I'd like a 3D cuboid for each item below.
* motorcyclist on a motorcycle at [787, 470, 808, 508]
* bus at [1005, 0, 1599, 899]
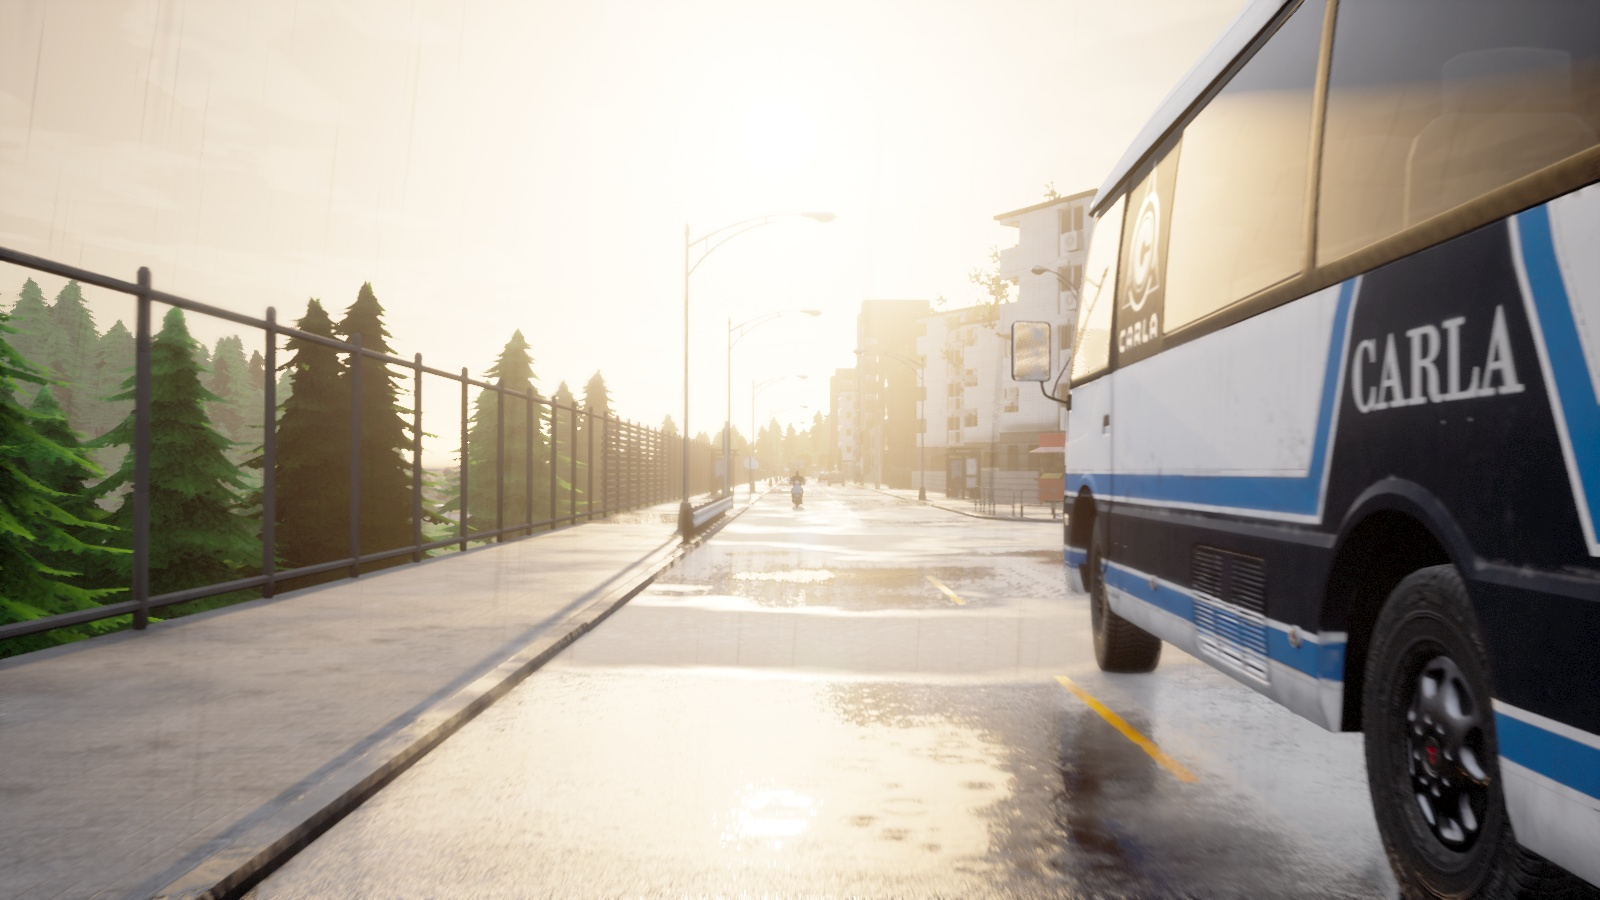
[{"bbox_3d":[-0.109,1.660,53.361,0.866,1.590,1.817,0,-3,0],"label":"motorcyclist on a motorcycle"},{"bbox_3d":[3.704,-0.463,6.821,3.944,4.253,10.273,0,-1,3],"label":"bus"}]
